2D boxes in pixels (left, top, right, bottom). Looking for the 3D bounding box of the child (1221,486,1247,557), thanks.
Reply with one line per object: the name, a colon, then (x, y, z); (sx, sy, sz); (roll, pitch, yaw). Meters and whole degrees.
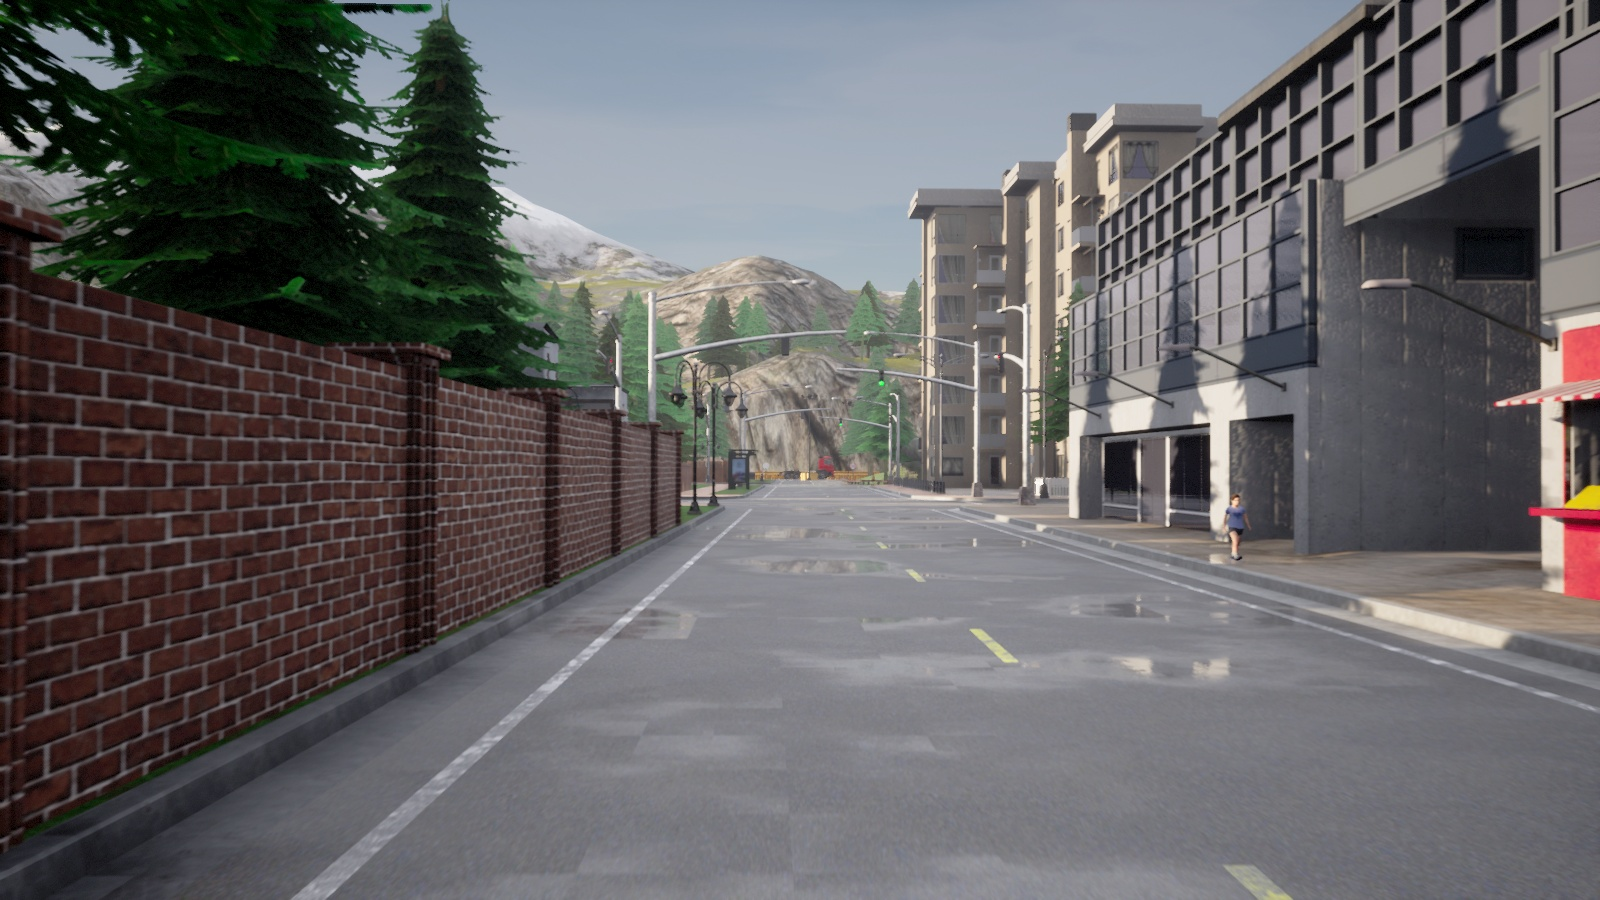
child: (6.866, 1.124, 19.884); (0.255, 1.110, 0.394); (0, -1, -3)
